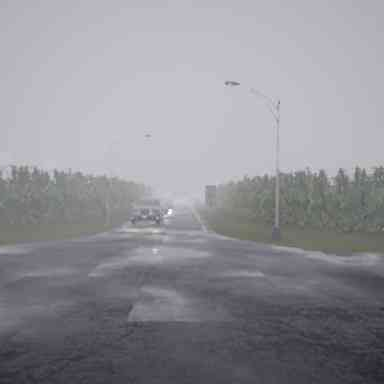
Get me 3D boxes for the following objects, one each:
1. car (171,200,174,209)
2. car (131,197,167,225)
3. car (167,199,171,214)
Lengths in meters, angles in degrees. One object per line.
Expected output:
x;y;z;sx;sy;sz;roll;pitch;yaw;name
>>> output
-4.019;1.955;53.520;2.128;1.511;4.902;0;-1;-1;car
-3.475;1.448;26.693;2.150;2.045;5.566;0;0;-1;car
-3.749;1.866;39.121;1.812;1.442;4.674;0;-1;-1;car
